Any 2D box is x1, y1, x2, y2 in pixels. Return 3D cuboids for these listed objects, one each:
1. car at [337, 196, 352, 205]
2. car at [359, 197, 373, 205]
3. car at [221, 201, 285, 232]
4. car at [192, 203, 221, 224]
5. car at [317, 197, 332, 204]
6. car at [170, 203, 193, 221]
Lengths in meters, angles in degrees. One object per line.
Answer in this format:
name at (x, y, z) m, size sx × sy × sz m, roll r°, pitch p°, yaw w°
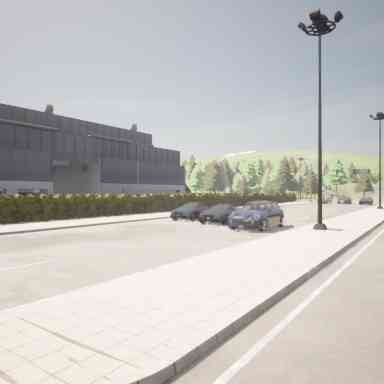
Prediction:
car at (27.655, 1.515, 60.203) m, size 2.128 × 1.511 × 4.902 m, roll 0°, pitch 0°, yaw 35°
car at (30.520, 1.547, 58.192) m, size 2.033 × 1.411 × 5.357 m, roll 0°, pitch 0°, yaw 35°
car at (3.986, 1.352, 20.217) m, size 2.097 × 1.767 × 4.553 m, roll 0°, pitch 0°, yaw 35°
car at (2.214, 1.564, 23.786) m, size 1.994 × 1.385 × 4.181 m, roll 0°, pitch 0°, yaw 35°
car at (24.758, 1.653, 62.166) m, size 1.895 × 1.301 × 4.718 m, roll 0°, pitch 0°, yaw 35°
car at (0.089, 1.564, 26.853) m, size 1.994 × 1.385 × 4.181 m, roll 0°, pitch 0°, yaw 35°
